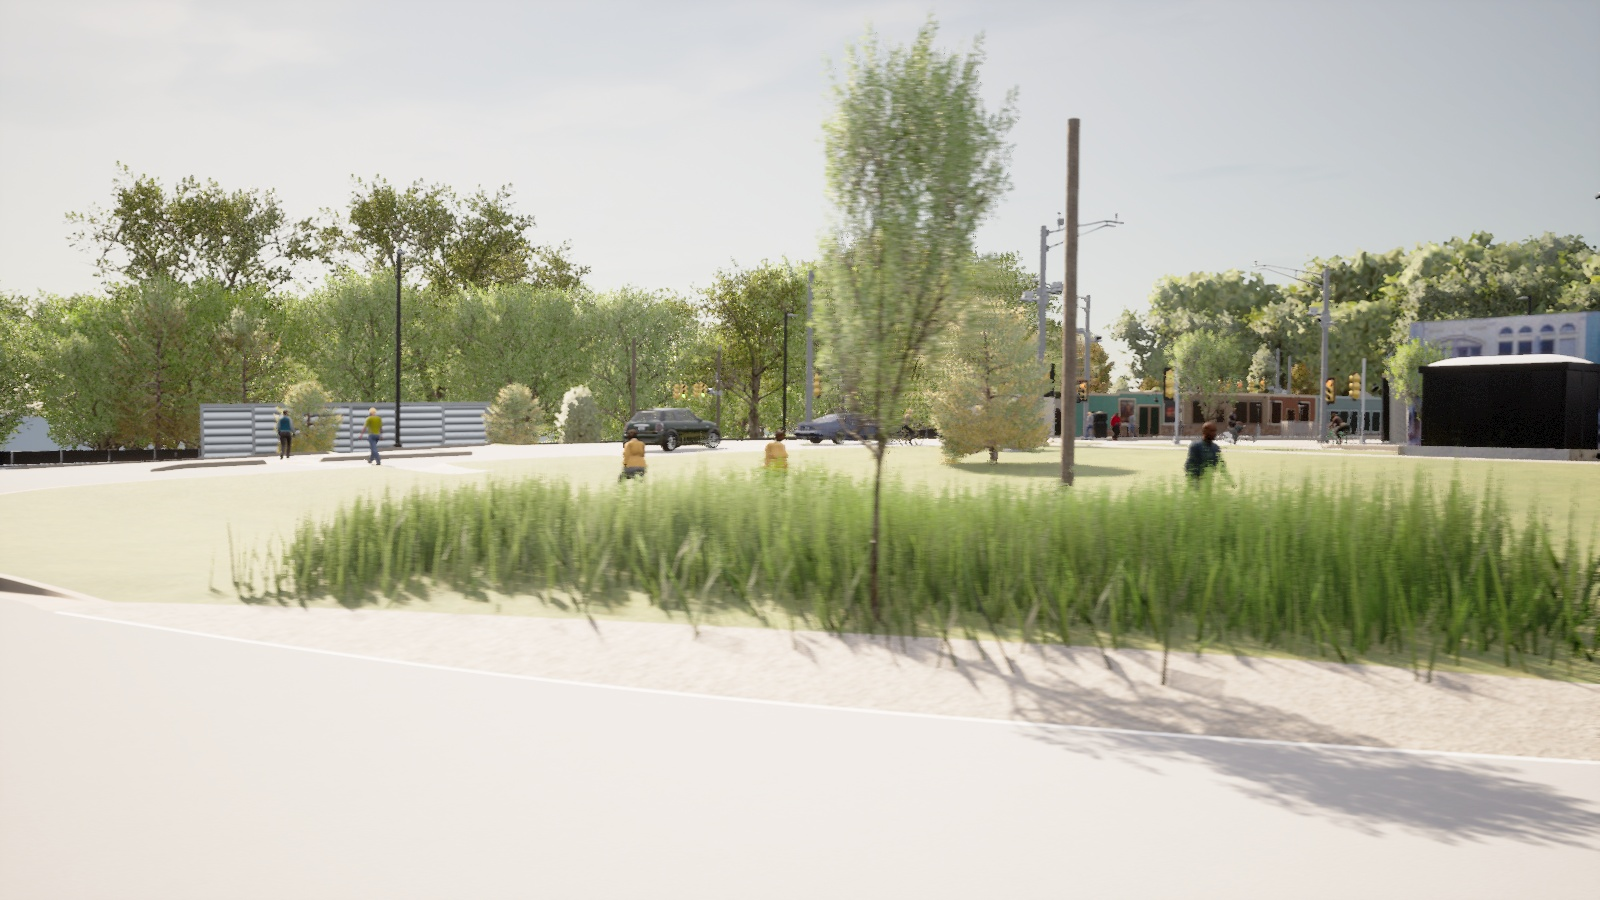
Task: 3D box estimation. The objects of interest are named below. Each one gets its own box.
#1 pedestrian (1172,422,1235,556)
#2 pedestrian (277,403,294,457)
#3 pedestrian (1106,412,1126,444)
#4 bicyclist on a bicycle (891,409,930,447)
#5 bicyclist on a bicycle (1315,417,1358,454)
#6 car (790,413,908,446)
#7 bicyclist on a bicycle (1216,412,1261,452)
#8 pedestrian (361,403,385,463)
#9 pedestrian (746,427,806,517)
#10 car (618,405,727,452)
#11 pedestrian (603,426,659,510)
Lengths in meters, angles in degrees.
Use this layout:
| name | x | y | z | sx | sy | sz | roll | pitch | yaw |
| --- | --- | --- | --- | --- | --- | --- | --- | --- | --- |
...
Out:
| name | x | y | z | sx | sy | sz | roll | pitch | yaw |
| --- | --- | --- | --- | --- | --- | --- | --- | --- | --- |
| pedestrian | 5.671 | 0.528 | 17.668 | 0.370 | 1.835 | 0.726 | 1 | 1 | -29 |
| pedestrian | -18.404 | -0.720 | 44.957 | 0.396 | 1.930 | 0.692 | 1 | 1 | -9 |
| pedestrian | 18.539 | -1.274 | 73.749 | 0.634 | 1.844 | 0.899 | 0 | 1 | -33 |
| bicyclist on a bicycle | 4.841 | -0.968 | 54.908 | 1.509 | 1.612 | 0.866 | -1 | 2 | -37 |
| bicyclist on a bicycle | 24.005 | -0.635 | 56.196 | 0.582 | 1.620 | 1.656 | 0 | 1 | -33 |
| car | 2.259 | -0.940 | 56.906 | 5.357 | 1.411 | 2.033 | -1 | 2 | -39 |
| bicyclist on a bicycle | 19.445 | -0.808 | 55.753 | 0.659 | 1.776 | 1.843 | 0 | 1 | -33 |
| pedestrian | -13.217 | -0.523 | 38.870 | 0.706 | 1.836 | 0.354 | 2 | 2 | 40 |
| pedestrian | -0.513 | 0.452 | 26.772 | 0.874 | 1.855 | 0.900 | 0 | 2 | -42 |
| car | -5.017 | -0.911 | 50.090 | 2.097 | 1.767 | 4.553 | 1 | 3 | 29 |
| pedestrian | -3.830 | 0.390 | 28.383 | 0.874 | 1.855 | 0.900 | 0 | 1 | -39 |
